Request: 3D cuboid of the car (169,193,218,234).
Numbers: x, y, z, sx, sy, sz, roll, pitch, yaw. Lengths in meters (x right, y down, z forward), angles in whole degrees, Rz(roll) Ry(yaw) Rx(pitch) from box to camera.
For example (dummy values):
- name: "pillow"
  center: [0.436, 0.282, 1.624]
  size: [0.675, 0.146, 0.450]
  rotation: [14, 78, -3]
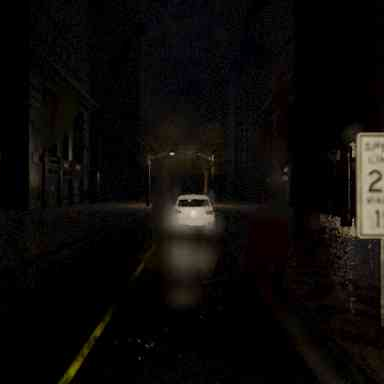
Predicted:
- name: "car"
  center: [0.078, 1.173, 19.026]
  size: [2.150, 2.045, 5.566]
  rotation: [0, 0, 0]

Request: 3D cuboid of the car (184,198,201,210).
- name: "car"
  center: [0.043, 1.454, 42.756]
  size: [1.994, 1.385, 4.181]
  rotation: [0, 0, 0]

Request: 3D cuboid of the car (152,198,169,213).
- name: "car"
  center: [-3.087, 1.387, 35.188]
  size: [1.882, 1.535, 5.008]
  rotation: [0, 0, 0]
